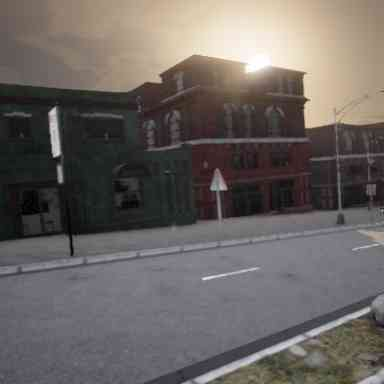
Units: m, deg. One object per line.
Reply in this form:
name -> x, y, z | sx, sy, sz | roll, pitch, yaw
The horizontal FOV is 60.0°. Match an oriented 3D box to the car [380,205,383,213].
car -> 20.641, 1.400, 31.479 | 4.892, 1.521, 2.231 | -1, 0, 34
